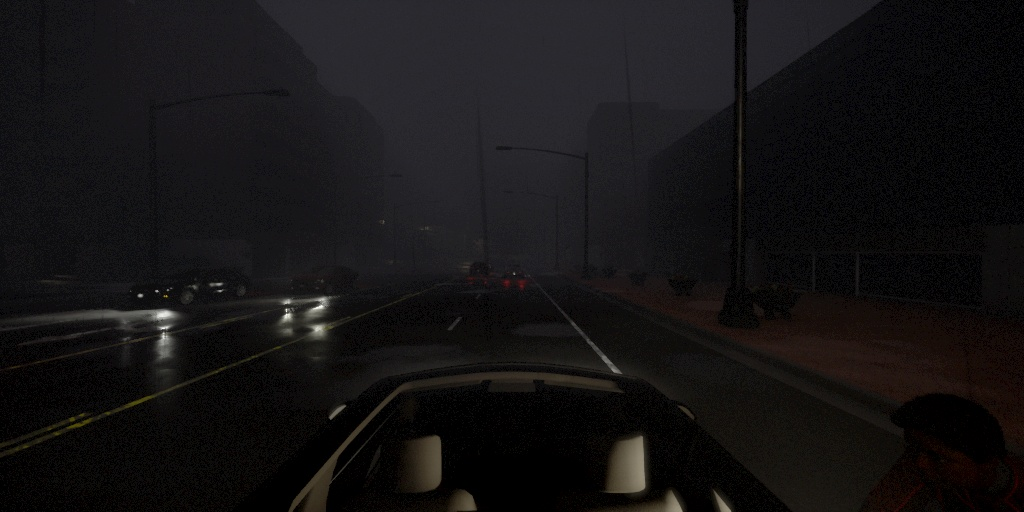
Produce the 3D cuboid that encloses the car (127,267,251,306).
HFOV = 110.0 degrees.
[{"bbox_3d":[-14.021,1.263,15.972,1.837,1.490,4.892,0,0,0],"label":"car"}]

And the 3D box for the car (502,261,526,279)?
[{"bbox_3d":[0.183,1.346,33.935,1.812,1.442,4.674,0,0,0],"label":"car"}]

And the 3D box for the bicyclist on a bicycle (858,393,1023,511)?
[{"bbox_3d":[1.426,1.256,1.085,1.656,1.620,0.582,3,0,-1],"label":"bicyclist on a bicycle"}]

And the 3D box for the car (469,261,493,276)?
[{"bbox_3d":[-3.319,1.302,37.736,1.882,1.535,5.008,0,0,0],"label":"car"}]

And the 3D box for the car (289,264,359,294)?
[{"bbox_3d":[-10.506,1.251,20.426,1.882,1.535,5.008,0,0,0],"label":"car"}]

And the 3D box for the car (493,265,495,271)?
[{"bbox_3d":[-3.315,1.436,47.671,1.895,1.301,4.718,0,0,0],"label":"car"}]
